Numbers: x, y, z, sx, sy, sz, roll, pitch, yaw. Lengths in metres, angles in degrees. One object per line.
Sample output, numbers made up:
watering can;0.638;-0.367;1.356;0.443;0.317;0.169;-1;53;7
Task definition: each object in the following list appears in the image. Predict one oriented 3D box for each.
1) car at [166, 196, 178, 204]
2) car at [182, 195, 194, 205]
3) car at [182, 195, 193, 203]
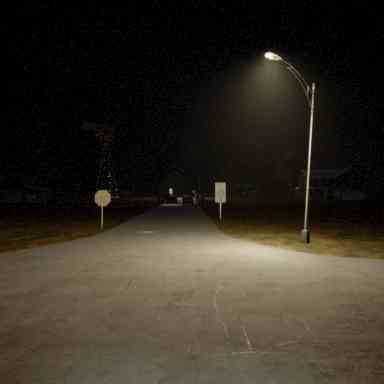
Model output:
car;-3.493;1.375;58.904;2.033;1.411;5.357;0;0;-1
car;-0.686;1.342;54.342;2.128;1.511;4.902;0;0;-1
car;-0.817;1.347;64.778;2.033;1.411;5.357;0;0;-1
